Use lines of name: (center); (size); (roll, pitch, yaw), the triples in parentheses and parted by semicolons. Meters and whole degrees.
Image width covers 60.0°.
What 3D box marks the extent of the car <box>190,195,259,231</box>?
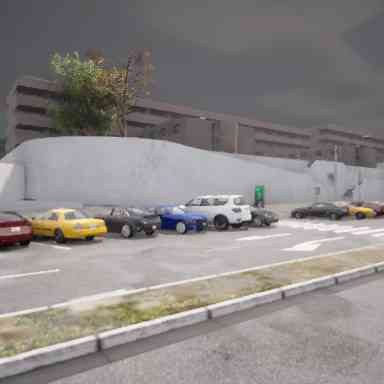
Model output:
car: (0.999, 1.251, 21.070); (5.566, 2.045, 2.435); (-1, -1, 35)

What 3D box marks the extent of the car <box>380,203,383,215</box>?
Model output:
car: (15.575, 1.620, 31.450); (4.792, 1.488, 2.163); (-1, -1, 35)

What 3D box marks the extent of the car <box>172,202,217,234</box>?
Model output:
car: (-1.403, 1.497, 19.331); (5.008, 1.535, 2.097); (-1, -1, 35)

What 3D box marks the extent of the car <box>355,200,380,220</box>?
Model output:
car: (13.325, 1.564, 29.602); (5.366, 1.575, 1.946); (-1, -1, 35)

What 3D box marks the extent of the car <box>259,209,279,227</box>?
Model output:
car: (3.454, 1.513, 22.795); (4.892, 1.521, 2.231); (-1, -1, 34)

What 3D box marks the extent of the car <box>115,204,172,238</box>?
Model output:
car: (-3.827, 1.494, 17.588); (4.892, 1.521, 2.231); (-1, -1, 35)

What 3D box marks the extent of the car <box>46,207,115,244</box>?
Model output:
car: (-6.414, 1.489, 15.967); (5.366, 1.575, 1.946); (-1, -1, 35)

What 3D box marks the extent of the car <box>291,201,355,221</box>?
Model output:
car: (10.744, 1.591, 27.971); (4.674, 1.452, 2.002); (-1, -1, 35)

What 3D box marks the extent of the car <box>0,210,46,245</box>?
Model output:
car: (-8.714, 1.519, 14.147); (4.792, 1.488, 2.163); (-1, -1, 35)
